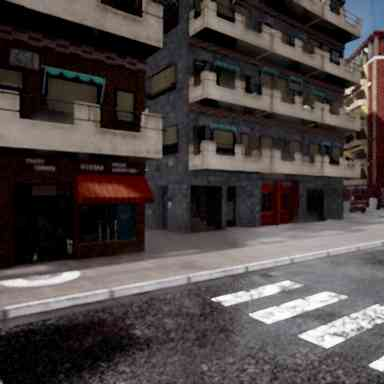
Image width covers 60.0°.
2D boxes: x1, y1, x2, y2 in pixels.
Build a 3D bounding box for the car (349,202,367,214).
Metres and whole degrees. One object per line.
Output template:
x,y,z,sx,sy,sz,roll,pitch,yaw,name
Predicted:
18.514,1.789,38.828,1.895,1.301,4.718,0,0,5,car
